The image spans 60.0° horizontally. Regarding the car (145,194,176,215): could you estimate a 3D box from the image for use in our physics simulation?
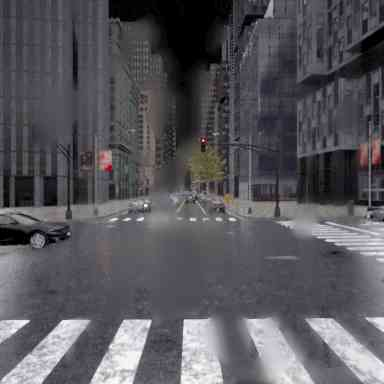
[{"bbox_3d":[-3.183,1.223,34.690,2.150,2.045,5.566,0,0,0],"label":"car"}]

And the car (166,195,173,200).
[{"bbox_3d":[-6.233,1.616,93.832,1.802,1.307,4.206,0,0,0],"label":"car"}]

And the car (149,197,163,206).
[{"bbox_3d":[-5.989,1.574,55.941,1.947,1.339,4.313,0,0,0],"label":"car"}]

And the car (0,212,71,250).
[{"bbox_3d":[-7.776,1.577,14.201,5.008,1.535,1.882,-2,1,0],"label":"car"}]

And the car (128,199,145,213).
[{"bbox_3d":[-5.863,1.553,36.377,2.008,1.369,4.403,0,0,0],"label":"car"}]

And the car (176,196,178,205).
[{"bbox_3d":[-3.247,1.605,44.642,1.895,1.301,4.718,0,0,0],"label":"car"}]

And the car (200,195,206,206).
[{"bbox_3d":[2.592,1.549,47.318,1.887,1.381,4.507,0,0,0],"label":"car"}]

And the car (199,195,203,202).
[{"bbox_3d":[2.557,1.557,52.762,2.008,1.369,4.403,0,0,0],"label":"car"}]

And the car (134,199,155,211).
[{"bbox_3d":[-5.895,1.554,41.370,2.008,1.369,4.403,0,0,0],"label":"car"}]

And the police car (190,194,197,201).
[{"bbox_3d":[0.452,1.456,90.604,1.930,1.638,5.238,0,0,0],"label":"police car"}]

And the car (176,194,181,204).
[{"bbox_3d":[-3.314,1.535,58.707,1.812,1.442,4.674,0,0,0],"label":"car"}]

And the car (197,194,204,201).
[{"bbox_3d":[2.493,1.562,62.634,2.008,1.369,4.403,0,0,0],"label":"car"}]

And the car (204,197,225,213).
[{"bbox_3d":[2.662,1.553,36.429,2.008,1.369,4.403,0,0,0],"label":"car"}]

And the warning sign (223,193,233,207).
[{"bbox_3d":[4.912,1.119,45.519,1.300,1.860,1.060,0,0,0],"label":"warning sign"}]

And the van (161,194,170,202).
[{"bbox_3d":[-6.129,1.362,77.594,1.690,1.788,3.998,0,0,0],"label":"van"}]

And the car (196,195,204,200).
[{"bbox_3d":[2.289,1.585,94.367,2.008,1.369,4.403,0,0,0],"label":"car"}]

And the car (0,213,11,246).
[{"bbox_3d":[-9.006,1.650,10.957,4.892,1.490,1.837,-1,0,0],"label":"car"}]

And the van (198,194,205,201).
[{"bbox_3d":[2.356,1.366,83.790,1.690,1.788,3.998,0,0,0],"label":"van"}]

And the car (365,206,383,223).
[{"bbox_3d":[13.588,1.214,20.992,4.902,1.511,2.128,-1,0,0],"label":"car"}]

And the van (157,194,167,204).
[{"bbox_3d":[-6.059,1.355,66.767,1.690,1.788,3.998,0,0,0],"label":"van"}]

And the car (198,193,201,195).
[{"bbox_3d":[2.458,1.540,68.093,1.752,1.417,4.829,0,0,0],"label":"car"}]

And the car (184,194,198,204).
[{"bbox_3d":[-0.287,1.539,65.595,1.812,1.442,4.674,0,0,0],"label":"car"}]

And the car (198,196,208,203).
[{"bbox_3d":[2.425,1.583,73.212,1.947,1.339,4.313,0,0,0],"label":"car"}]

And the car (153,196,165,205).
[{"bbox_3d":[-6.023,1.536,61.184,1.752,1.417,4.829,0,0,0],"label":"car"}]
